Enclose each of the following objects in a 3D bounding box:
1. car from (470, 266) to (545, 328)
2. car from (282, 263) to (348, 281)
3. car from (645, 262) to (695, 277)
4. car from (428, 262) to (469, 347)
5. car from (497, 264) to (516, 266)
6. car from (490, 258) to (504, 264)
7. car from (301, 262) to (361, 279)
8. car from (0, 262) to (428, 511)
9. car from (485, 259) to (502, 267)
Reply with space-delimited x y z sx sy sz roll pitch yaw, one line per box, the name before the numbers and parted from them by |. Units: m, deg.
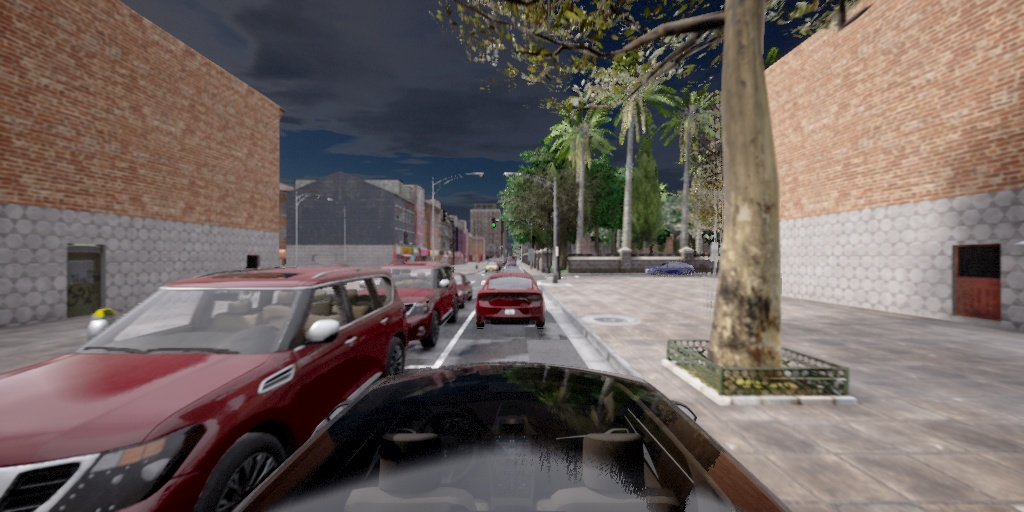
car | -0.031 1.255 11.496 1.882 1.535 5.008 0 0 0
car | -17.921 1.425 32.763 5.008 1.535 1.882 0 0 0
car | 15.706 1.291 35.755 4.674 1.442 1.812 0 0 0
car | -2.637 1.086 9.522 2.192 1.841 5.009 0 0 0
car | 0.077 1.413 22.956 1.895 1.301 4.718 0 0 -1
car | -2.648 1.222 52.956 2.192 1.841 5.009 0 0 0
car | -17.922 1.435 35.691 5.008 1.535 1.882 0 0 0
car | -2.638 1.071 3.910 2.192 1.841 5.009 0 0 0
car | -2.645 1.416 47.518 1.751 1.417 4.829 0 0 0
